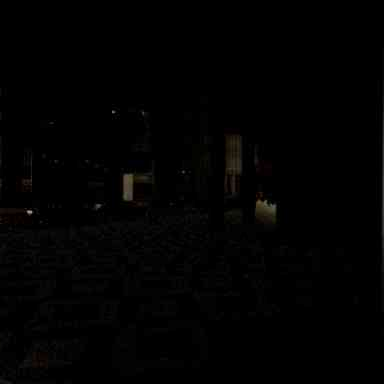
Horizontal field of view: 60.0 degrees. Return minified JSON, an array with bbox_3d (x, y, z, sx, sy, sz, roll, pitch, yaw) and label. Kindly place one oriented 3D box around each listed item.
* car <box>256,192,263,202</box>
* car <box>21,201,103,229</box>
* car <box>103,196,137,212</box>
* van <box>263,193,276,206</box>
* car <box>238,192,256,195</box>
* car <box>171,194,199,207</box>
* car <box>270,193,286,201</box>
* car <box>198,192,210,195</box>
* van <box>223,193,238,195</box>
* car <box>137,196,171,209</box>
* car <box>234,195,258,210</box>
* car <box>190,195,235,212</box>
[{"bbox_3d":[11.648,0.950,61.029,2.192,1.841,5.009,1,0,36],"label":"car"},{"bbox_3d":[-7.709,1.225,19.678,1.967,1.590,4.097,1,0,36],"label":"car"},{"bbox_3d":[-8.061,1.147,33.748,1.967,1.590,4.097,1,0,36],"label":"car"},{"bbox_3d":[11.999,1.049,46.957,1.690,1.788,3.998,1,0,36],"label":"van"},{"bbox_3d":[8.363,0.961,56.483,2.192,1.841,5.009,1,0,36],"label":"car"},{"bbox_3d":[-1.492,1.231,42.843,2.008,1.369,4.403,1,0,36],"label":"car"},{"bbox_3d":[18.217,1.056,70.125,1.967,1.590,4.097,1,0,36],"label":"car"},{"bbox_3d":[1.794,0.984,47.388,2.192,1.841,5.009,1,0,36],"label":"car"},{"bbox_3d":[5.078,0.998,51.935,1.690,1.788,3.998,1,0,36],"label":"van"},{"bbox_3d":[-4.776,1.134,38.295,1.967,1.590,4.097,1,0,36],"label":"car"},{"bbox_3d":[5.429,1.297,37.865,1.947,1.339,4.313,1,0,36],"label":"car"},{"bbox_3d":[2.144,1.295,33.318,2.008,1.369,4.403,1,0,36],"label":"car"}]
